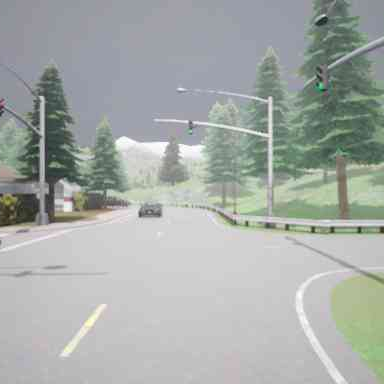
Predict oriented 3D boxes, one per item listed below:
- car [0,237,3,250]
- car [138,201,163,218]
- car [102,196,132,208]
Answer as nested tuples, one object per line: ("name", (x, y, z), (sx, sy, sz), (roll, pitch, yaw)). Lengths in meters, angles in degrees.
("car", (-9.186, 1.589, 11.599), (4.674, 1.442, 1.812), (1, 0, 0))
("car", (-3.666, 1.548, 30.191), (1.994, 1.385, 4.181), (0, 0, -1))
("car", (-11.037, 1.335, 47.879), (4.553, 1.767, 2.097), (0, 0, 13))
